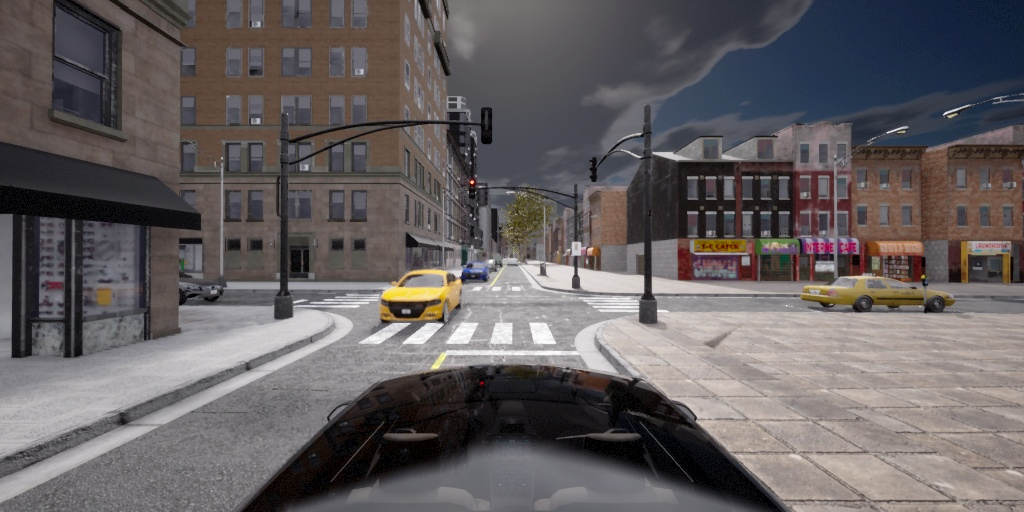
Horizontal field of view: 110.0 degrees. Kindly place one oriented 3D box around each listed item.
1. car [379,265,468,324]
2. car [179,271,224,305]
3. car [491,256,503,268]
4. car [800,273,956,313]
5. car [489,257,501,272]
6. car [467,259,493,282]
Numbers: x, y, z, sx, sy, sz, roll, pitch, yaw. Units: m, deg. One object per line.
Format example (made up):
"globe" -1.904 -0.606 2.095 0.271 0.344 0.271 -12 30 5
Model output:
"car" -2.846 1.220 12.153 1.882 1.535 5.008 0 0 0
"car" -14.412 1.195 14.520 4.674 1.442 1.812 0 0 0
"car" -2.783 0.954 62.556 2.150 2.045 5.566 0 0 0
"car" 13.881 1.346 13.694 4.829 1.417 1.751 0 0 0
"car" -2.857 1.222 45.273 2.128 1.511 4.902 0 0 0
"car" -2.858 1.215 28.807 1.882 1.535 5.008 0 0 0
